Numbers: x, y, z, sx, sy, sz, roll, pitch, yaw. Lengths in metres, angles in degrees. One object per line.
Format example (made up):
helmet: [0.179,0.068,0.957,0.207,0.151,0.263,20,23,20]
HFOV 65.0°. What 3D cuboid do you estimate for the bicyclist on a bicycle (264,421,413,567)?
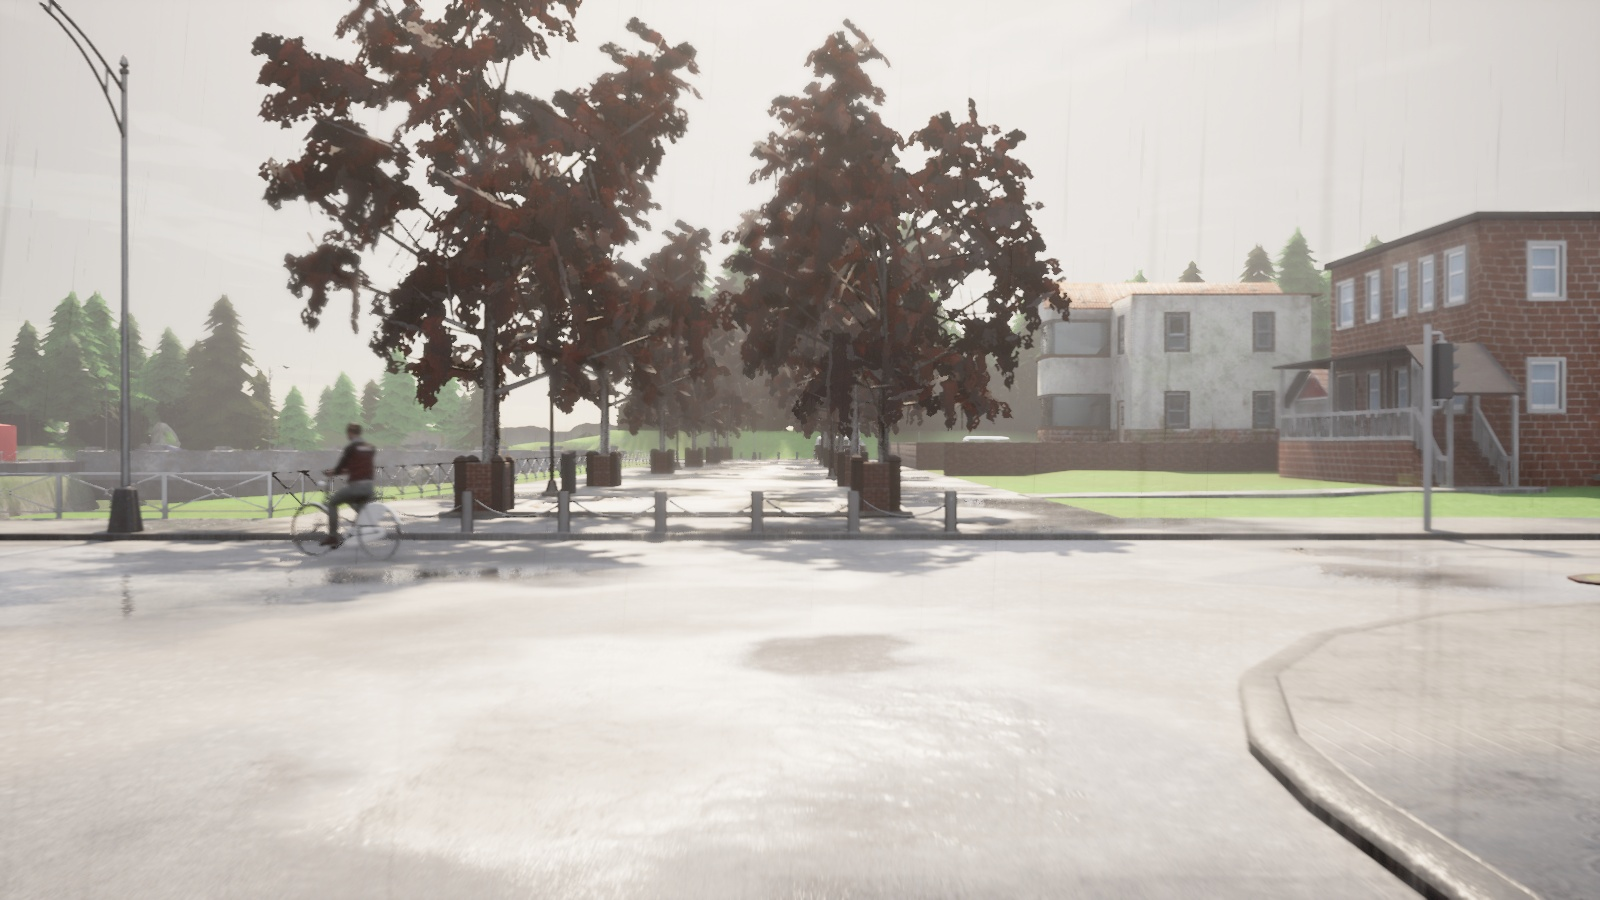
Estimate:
bicyclist on a bicycle: [-5.896,0.522,16.041,1.843,1.776,0.659,0,2,26]
